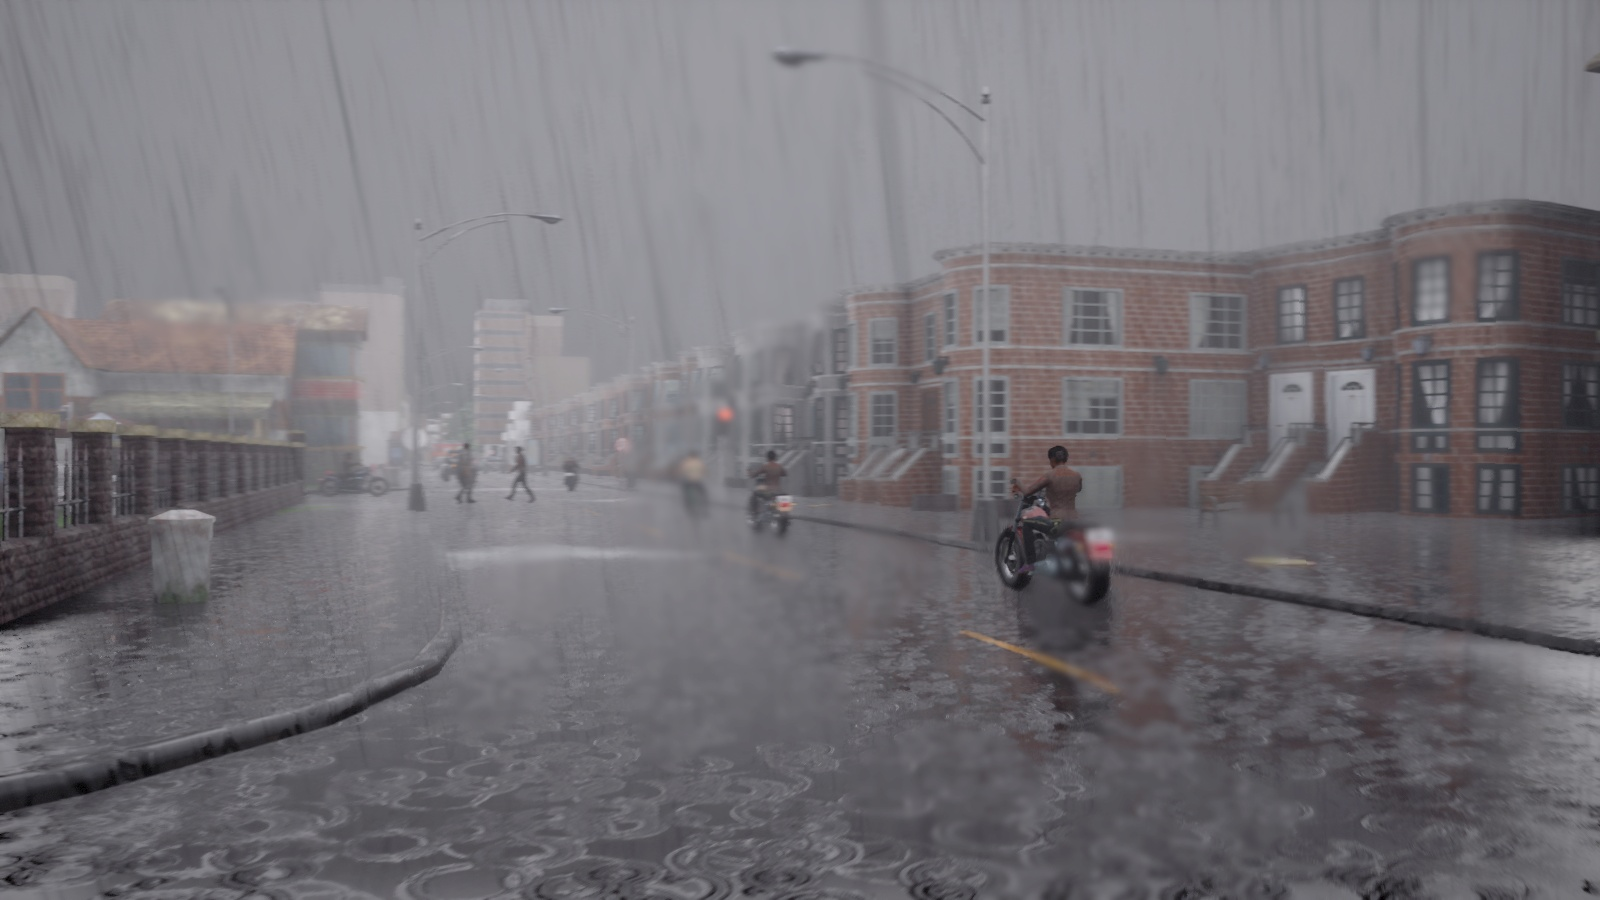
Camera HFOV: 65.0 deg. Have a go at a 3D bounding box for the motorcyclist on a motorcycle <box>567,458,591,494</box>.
[{"bbox_3d":[-9.534,1.099,54.222,0.866,1.530,2.191,-1,0,-6],"label":"motorcyclist on a motorcycle"}]

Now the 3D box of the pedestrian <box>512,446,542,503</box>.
[{"bbox_3d":[-8.682,0.784,39.937,0.869,1.805,0.328,0,0,-2],"label":"pedestrian"}]

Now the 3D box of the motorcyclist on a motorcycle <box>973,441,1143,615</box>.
[{"bbox_3d":[2.642,0.752,13.199,0.766,1.649,2.350,0,0,-15],"label":"motorcyclist on a motorcycle"}]

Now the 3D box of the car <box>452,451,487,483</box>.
[{"bbox_3d":[-19.868,1.012,75.340,1.905,1.878,3.866,0,0,-17],"label":"car"}]

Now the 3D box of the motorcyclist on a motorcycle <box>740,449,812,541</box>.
[{"bbox_3d":[-0.479,0.820,23.772,0.766,1.649,2.350,0,0,-16],"label":"motorcyclist on a motorcycle"}]

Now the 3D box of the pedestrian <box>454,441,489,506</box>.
[{"bbox_3d":[-9.938,0.701,37.950,0.873,1.952,0.659,0,0,-30],"label":"pedestrian"}]

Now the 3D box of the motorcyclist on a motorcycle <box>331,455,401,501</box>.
[{"bbox_3d":[-15.577,0.993,45.147,2.350,1.649,0.766,0,-1,-18],"label":"motorcyclist on a motorcycle"}]

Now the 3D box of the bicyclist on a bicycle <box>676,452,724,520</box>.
[{"bbox_3d":[-2.433,0.848,30.351,0.866,1.612,1.509,0,0,-16],"label":"bicyclist on a bicycle"}]
